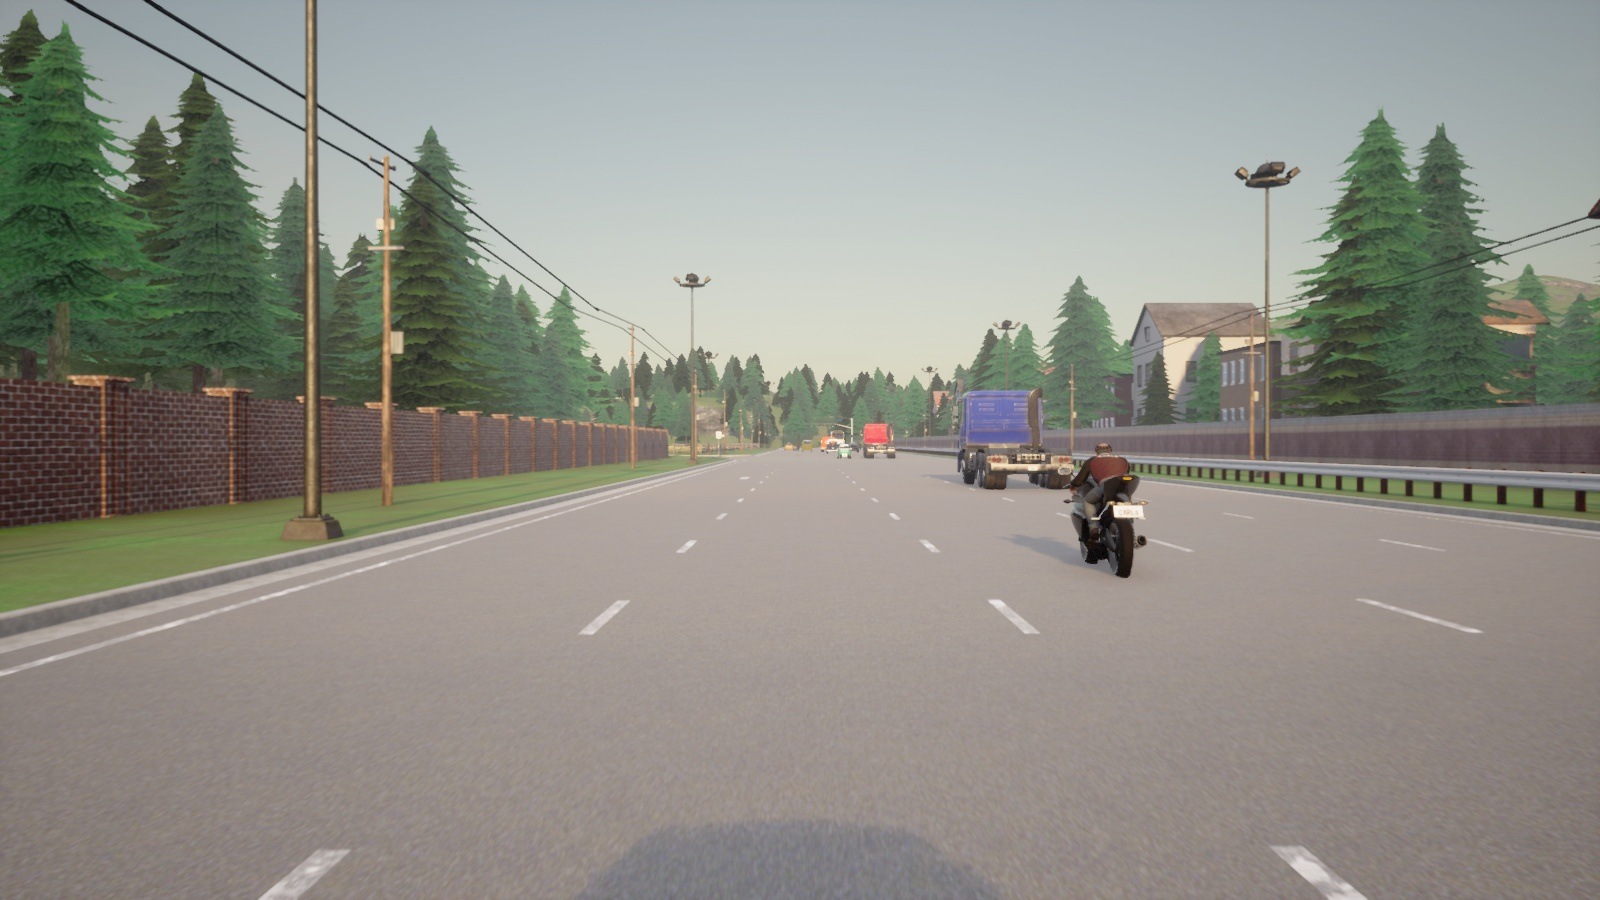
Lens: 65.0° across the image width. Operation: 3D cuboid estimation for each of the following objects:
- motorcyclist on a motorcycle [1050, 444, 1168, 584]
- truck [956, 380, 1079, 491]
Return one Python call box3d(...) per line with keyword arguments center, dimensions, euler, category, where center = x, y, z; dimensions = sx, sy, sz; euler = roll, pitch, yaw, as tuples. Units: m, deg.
box3d(center=(3.600, 0.701, 14.841), dimensions=(0.866, 1.530, 2.191), euler=(0, 0, 0), category="motorcyclist on a motorcycle")
box3d(center=(7.262, -0.472, 43.028), dimensions=(2.891, 3.462, 7.936), euler=(0, 0, 0), category="truck")
